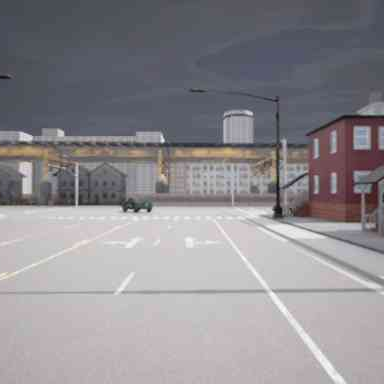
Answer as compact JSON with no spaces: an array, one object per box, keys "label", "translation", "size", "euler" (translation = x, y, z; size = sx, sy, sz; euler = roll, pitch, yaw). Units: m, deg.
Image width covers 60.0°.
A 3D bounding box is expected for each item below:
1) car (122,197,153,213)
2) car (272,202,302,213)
[{"label":"car","translation":[-7.102,1.602,43.026],"size":[2.150,2.045,5.566],"euler":[0,-1,-35]},{"label":"car","translation":[12.406,1.906,40.108],"size":[5.357,1.411,2.033],"euler":[0,-1,3]}]
